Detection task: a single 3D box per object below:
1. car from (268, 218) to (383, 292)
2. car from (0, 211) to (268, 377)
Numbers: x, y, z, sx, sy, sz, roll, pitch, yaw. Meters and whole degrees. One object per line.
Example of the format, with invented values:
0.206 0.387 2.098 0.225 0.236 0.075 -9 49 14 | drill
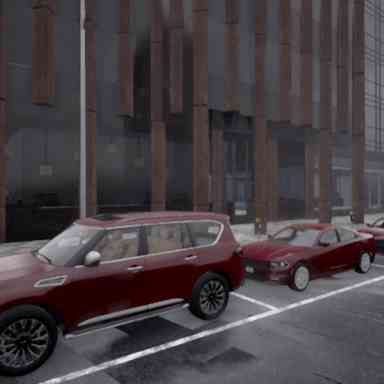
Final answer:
3.144 1.530 8.916 4.507 1.381 1.887 0 0 -36 | car
-1.290 1.311 5.735 5.009 1.841 2.192 0 0 -36 | car
